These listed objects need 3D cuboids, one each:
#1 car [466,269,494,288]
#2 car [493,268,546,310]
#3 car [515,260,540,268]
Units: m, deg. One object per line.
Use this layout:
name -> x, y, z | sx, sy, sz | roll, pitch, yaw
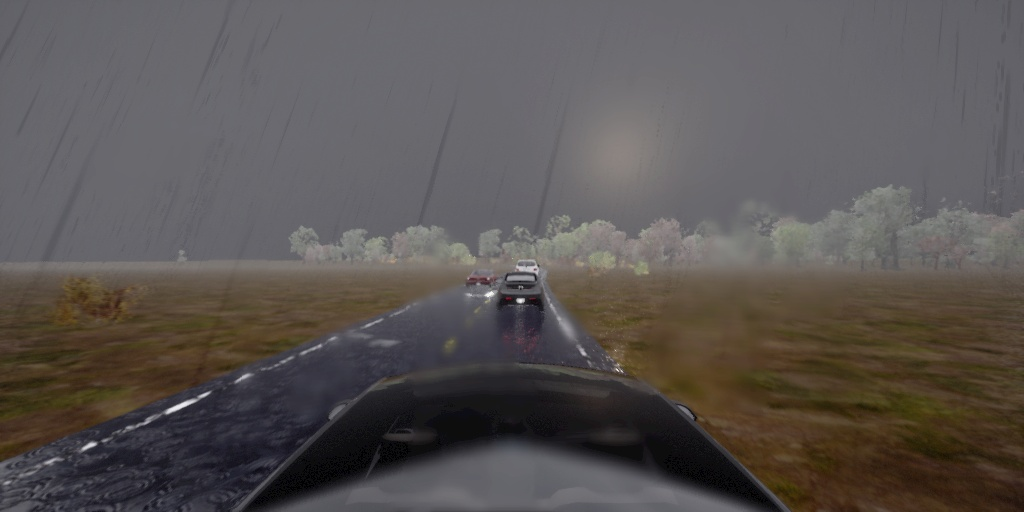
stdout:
car -> -2.238, 1.692, 27.385 | 1.895, 1.301, 4.718 | 0, -1, 4
car -> 0.397, 1.440, 15.720 | 1.837, 1.490, 4.892 | 0, -1, 2
car -> 1.472, 1.412, 34.501 | 2.150, 2.045, 5.566 | 0, -1, 5
